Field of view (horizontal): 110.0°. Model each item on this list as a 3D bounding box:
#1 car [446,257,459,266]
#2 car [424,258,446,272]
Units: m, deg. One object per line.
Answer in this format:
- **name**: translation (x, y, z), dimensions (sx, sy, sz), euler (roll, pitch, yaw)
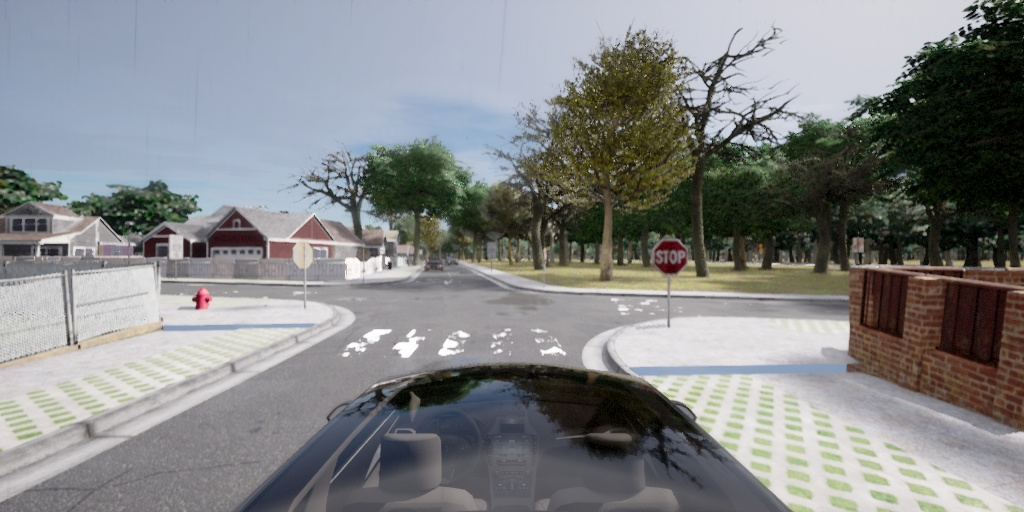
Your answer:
- **car**: translation (-10.335, 1.056, 62.314), dimensions (1.895, 1.301, 4.718), euler (0, 0, -12)
- **car**: translation (-8.627, 1.050, 39.793), dimensions (1.994, 1.385, 4.181), euler (0, 0, -11)
